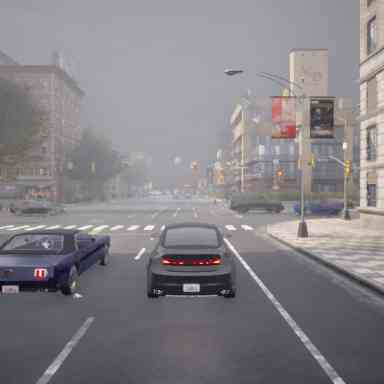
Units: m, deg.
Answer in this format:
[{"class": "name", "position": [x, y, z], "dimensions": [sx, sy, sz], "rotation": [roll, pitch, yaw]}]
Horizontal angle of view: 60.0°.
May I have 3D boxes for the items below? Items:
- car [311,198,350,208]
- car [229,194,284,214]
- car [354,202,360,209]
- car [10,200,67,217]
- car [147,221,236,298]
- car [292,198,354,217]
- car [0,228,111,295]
[{"class": "car", "position": [19.282, 1.526, 46.338], "dimensions": [4.674, 1.442, 1.812], "rotation": [0, 0, 0]}, {"class": "car", "position": [6.612, 1.221, 34.556], "dimensions": [5.566, 2.045, 2.150], "rotation": [0, 0, 0]}, {"class": "car", "position": [19.325, 1.601, 42.839], "dimensions": [4.718, 1.301, 1.895], "rotation": [0, 0, 0]}, {"class": "car", "position": [-14.218, 1.491, 30.907], "dimensions": [4.902, 1.511, 2.128], "rotation": [0, 0, 0]}, {"class": "car", "position": [-0.019, 1.505, 8.497], "dimensions": [1.837, 1.490, 4.892], "rotation": [0, 0, 0]}, {"class": "car", "position": [11.983, 1.477, 31.095], "dimensions": [5.008, 1.535, 1.882], "rotation": [0, 0, 0]}, {"class": "car", "position": [-3.518, 1.601, 8.675], "dimensions": [1.895, 1.301, 4.718], "rotation": [0, 0, 0]}]
